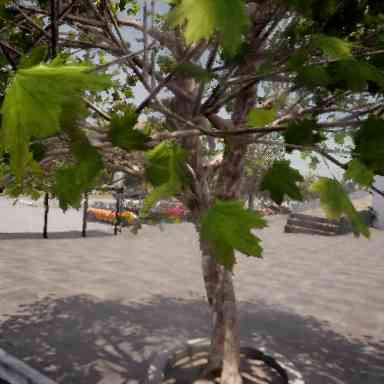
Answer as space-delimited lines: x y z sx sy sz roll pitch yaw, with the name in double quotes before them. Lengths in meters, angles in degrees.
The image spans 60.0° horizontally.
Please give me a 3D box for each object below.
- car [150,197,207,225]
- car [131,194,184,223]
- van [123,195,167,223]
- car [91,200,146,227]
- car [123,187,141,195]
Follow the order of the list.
"car" -1.451 1.975 36.272 5.566 2.045 2.435 8 3 16
"car" -3.276 1.881 33.847 5.566 2.045 2.435 8 3 16
"van" -5.140 1.807 31.448 4.442 1.987 1.878 8 3 16
"car" -6.864 1.826 29.018 4.553 1.767 2.185 8 3 16
"car" -9.445 0.324 53.908 2.150 2.045 5.566 8 3 36
